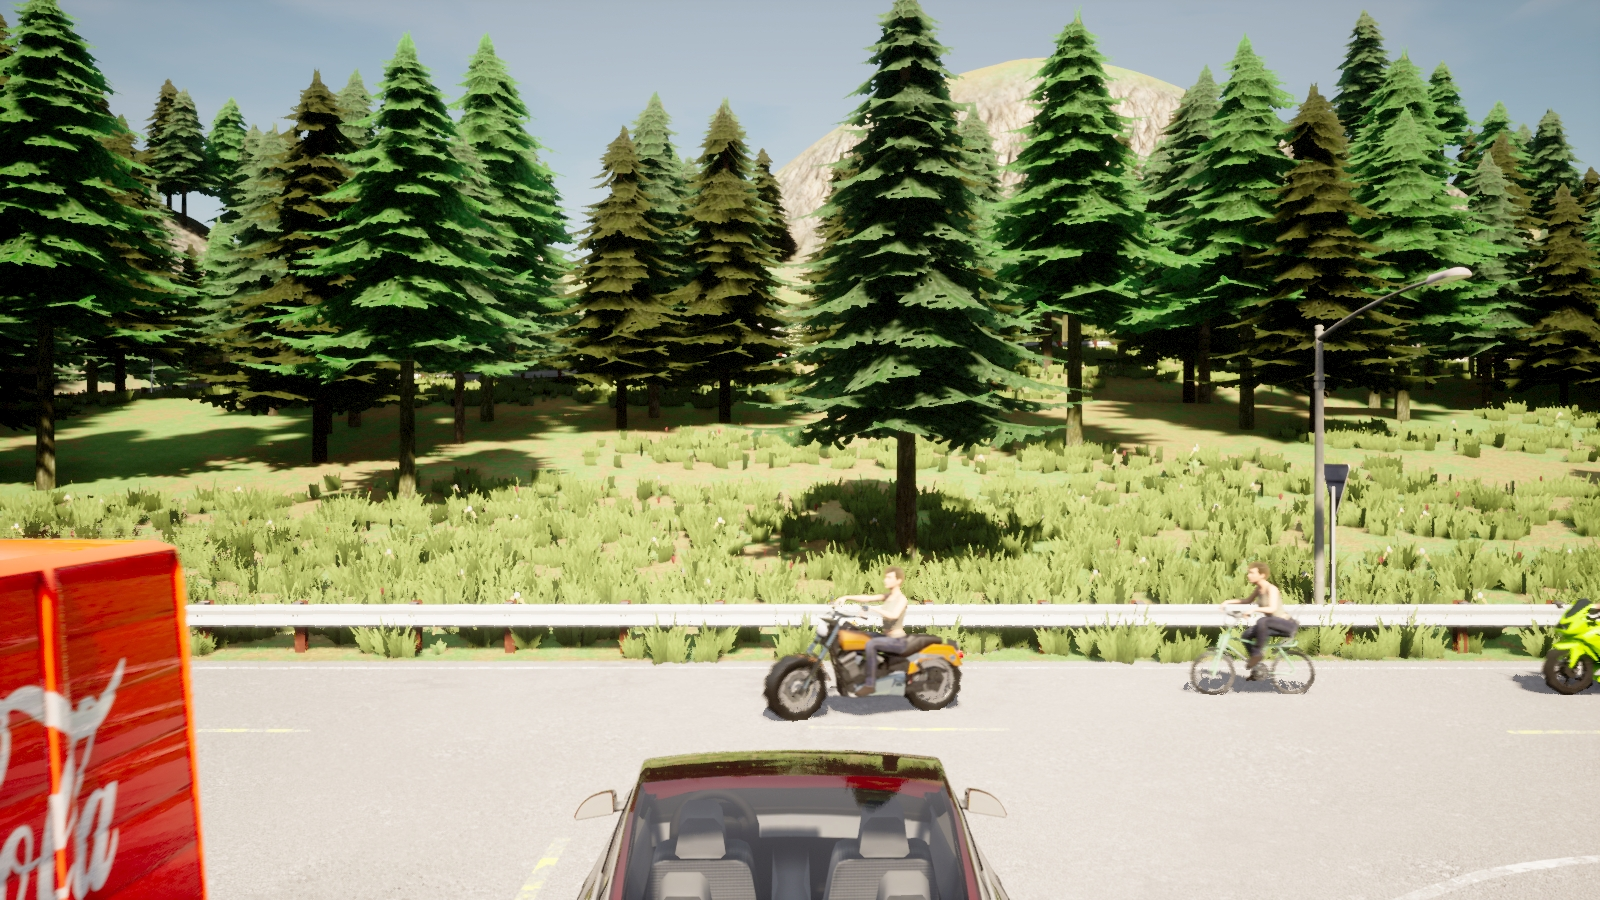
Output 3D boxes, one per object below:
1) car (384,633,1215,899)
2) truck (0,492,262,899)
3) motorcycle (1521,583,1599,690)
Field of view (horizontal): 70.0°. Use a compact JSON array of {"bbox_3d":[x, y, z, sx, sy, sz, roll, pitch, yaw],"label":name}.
[{"bbox_3d":[-0.034,1.936,5.154,2.163,1.488,4.792,0,-1,-1],"label":"car"},{"bbox_3d":[-3.533,1.422,2.027,2.627,2.467,5.204,0,0,1],"label":"truck"},{"bbox_3d":[9.883,2.213,13.644,2.033,1.145,0.803,0,0,0],"label":"motorcycle"}]
